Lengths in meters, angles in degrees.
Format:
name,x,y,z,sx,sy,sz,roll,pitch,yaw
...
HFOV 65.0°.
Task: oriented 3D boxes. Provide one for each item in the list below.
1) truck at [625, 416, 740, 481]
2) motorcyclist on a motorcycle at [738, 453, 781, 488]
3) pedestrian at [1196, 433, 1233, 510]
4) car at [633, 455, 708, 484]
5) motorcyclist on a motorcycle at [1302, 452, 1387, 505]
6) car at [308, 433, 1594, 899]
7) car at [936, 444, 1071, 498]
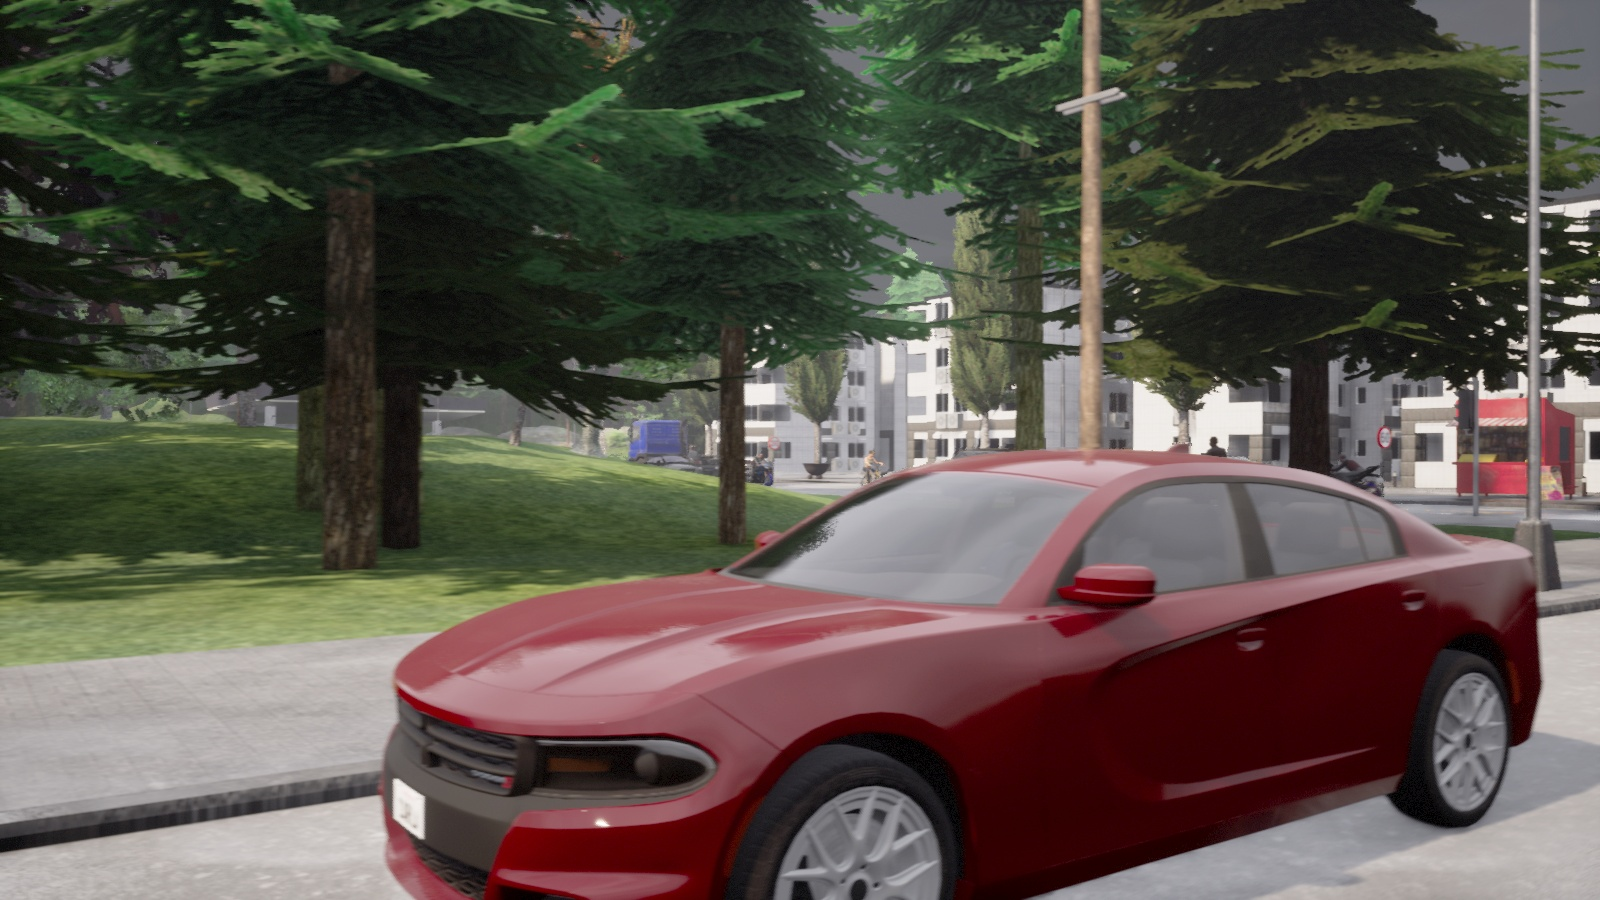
name,x,y,z,sx,sy,sz,roll,pitch,yaw
truck,-6.723,-0.049,70.736,2.891,3.462,7.936,0,0,-35
motorcyclist on a motorcycle,-1.839,0.923,56.701,0.866,1.530,2.191,0,0,-35
pedestrian,9.940,0.507,30.130,0.431,1.840,0.703,0,0,-35
car,-6.593,0.978,63.552,1.994,1.385,4.181,0,0,-34
motorcyclist on a motorcycle,16.295,0.838,37.642,0.866,1.530,2.191,0,0,-35
car,0.927,0.733,4.914,5.008,1.535,1.882,0,0,-35
car,7.049,0.696,43.922,2.097,1.767,4.553,0,0,-34
